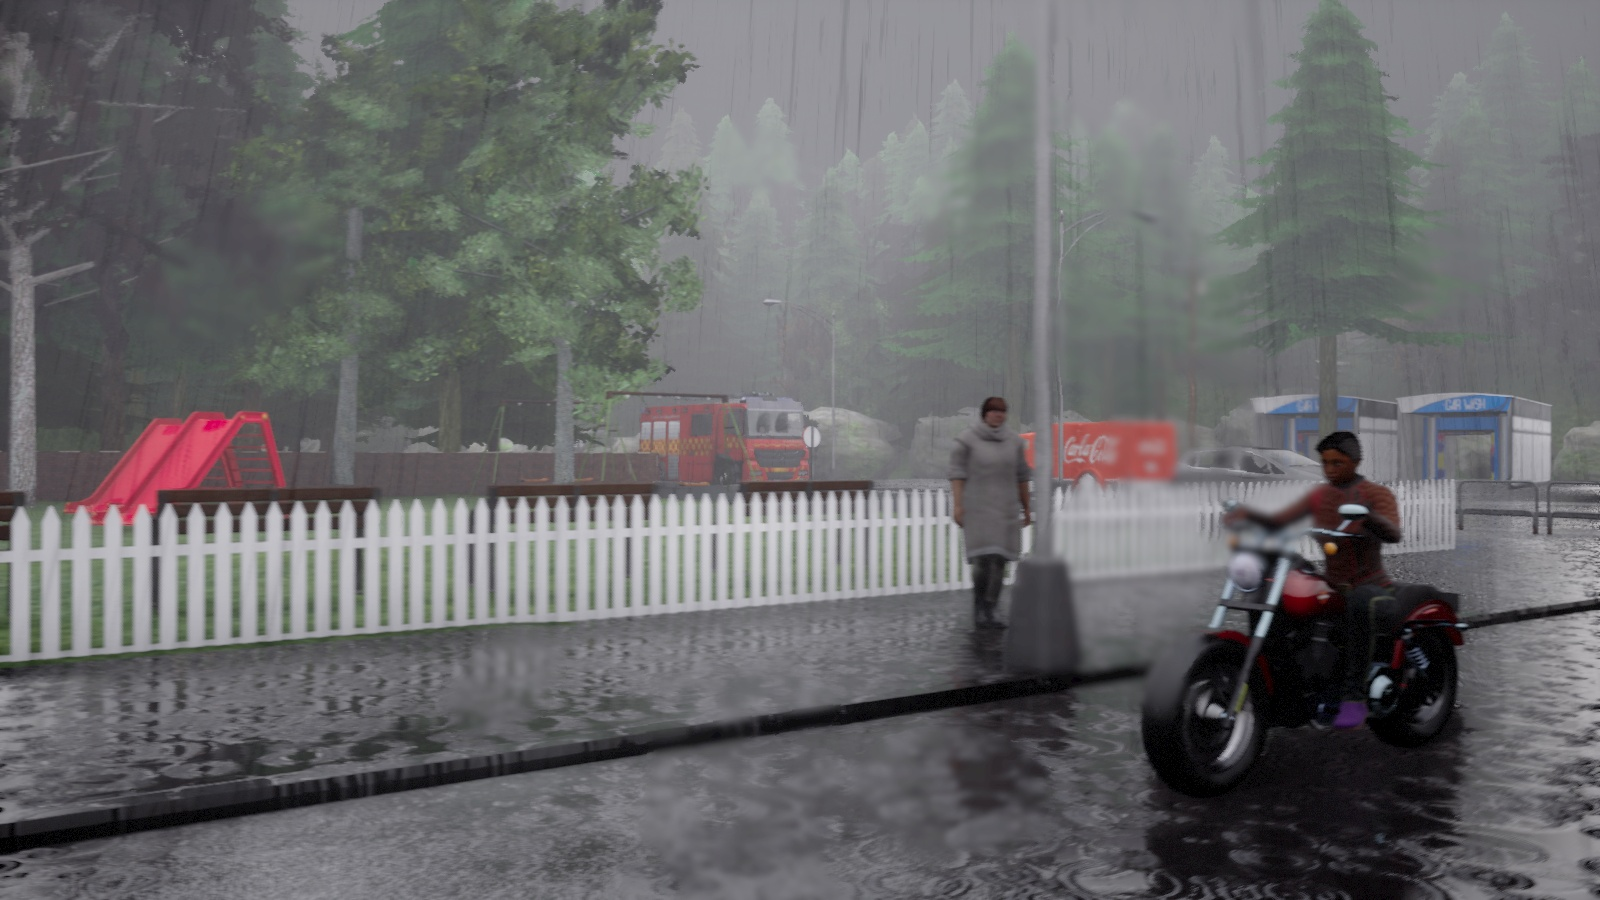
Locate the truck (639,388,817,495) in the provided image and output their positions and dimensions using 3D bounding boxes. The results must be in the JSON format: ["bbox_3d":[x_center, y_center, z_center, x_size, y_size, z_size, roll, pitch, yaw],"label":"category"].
[{"bbox_3d":[-2.997,-0.294,49.052,2.891,3.827,8.468,0,0,-35],"label":"truck"}]

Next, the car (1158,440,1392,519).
[{"bbox_3d":[10.911,0.637,29.154,2.242,1.667,4.611,0,0,-35],"label":"car"}]

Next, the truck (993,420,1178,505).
[{"bbox_3d":[8.802,0.344,39.154,2.627,2.467,5.204,0,0,-35],"label":"truck"}]

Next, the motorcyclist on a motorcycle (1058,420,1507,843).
[{"bbox_3d":[2.321,0.705,5.881,2.350,1.649,0.766,0,0,-35],"label":"motorcyclist on a motorcycle"}]

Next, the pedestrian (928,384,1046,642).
[{"bbox_3d":[1.469,0.476,9.993,0.659,1.952,0.873,0,0,-13],"label":"pedestrian"}]
